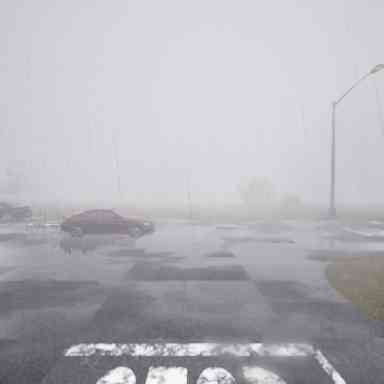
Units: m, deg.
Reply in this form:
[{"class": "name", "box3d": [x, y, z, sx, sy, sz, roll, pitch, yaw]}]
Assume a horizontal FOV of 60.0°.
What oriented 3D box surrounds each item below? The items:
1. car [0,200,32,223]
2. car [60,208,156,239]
[{"class": "car", "box3d": [-14.164, 1.321, 23.817, 5.008, 1.535, 1.882, 1, 1, 0]}, {"class": "car", "box3d": [-4.179, 1.524, 16.760, 4.674, 1.442, 1.812, 0, 0, 0]}]
